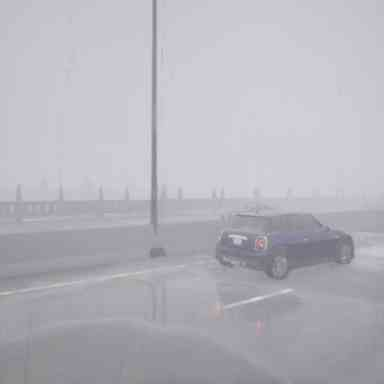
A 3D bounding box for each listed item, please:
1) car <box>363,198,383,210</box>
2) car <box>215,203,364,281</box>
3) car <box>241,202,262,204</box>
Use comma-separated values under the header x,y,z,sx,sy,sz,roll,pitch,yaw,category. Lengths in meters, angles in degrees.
x,y,z,sx,sy,sz,roll,pitch,yaw,category
23.545,1.543,42.189,4.892,1.490,1.837,1,0,-35,car
2.950,1.353,10.148,4.553,1.767,2.097,0,0,-35,car
4.248,1.498,24.207,4.902,1.511,2.128,0,0,-35,car
